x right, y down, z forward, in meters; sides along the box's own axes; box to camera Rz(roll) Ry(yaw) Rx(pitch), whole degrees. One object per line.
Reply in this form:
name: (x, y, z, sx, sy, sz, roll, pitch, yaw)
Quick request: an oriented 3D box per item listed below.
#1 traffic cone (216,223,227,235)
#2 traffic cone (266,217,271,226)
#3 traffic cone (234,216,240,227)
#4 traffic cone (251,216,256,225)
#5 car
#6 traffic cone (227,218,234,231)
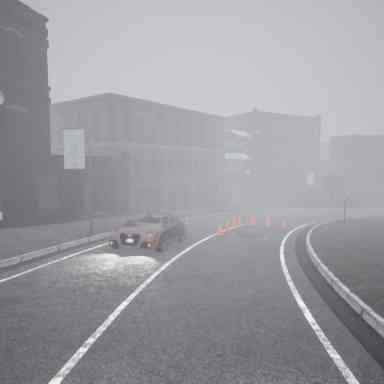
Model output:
traffic cone: (1.463, 1.926, 17.327, 0.340, 0.580, 0.340, 2, 0, 17)
traffic cone: (5.161, 1.994, 22.449, 0.340, 0.580, 0.340, 2, 1, 17)
traffic cone: (2.663, 1.925, 21.142, 0.340, 0.580, 0.340, 2, 1, 17)
traffic cone: (4.207, 1.958, 22.744, 0.340, 0.580, 0.340, 2, 1, 17)
car: (-1.637, 1.498, 13.497, 1.994, 1.385, 4.181, 1, 0, 16)
traffic cone: (2.063, 1.926, 19.234, 0.340, 0.580, 0.340, 2, 1, 18)
